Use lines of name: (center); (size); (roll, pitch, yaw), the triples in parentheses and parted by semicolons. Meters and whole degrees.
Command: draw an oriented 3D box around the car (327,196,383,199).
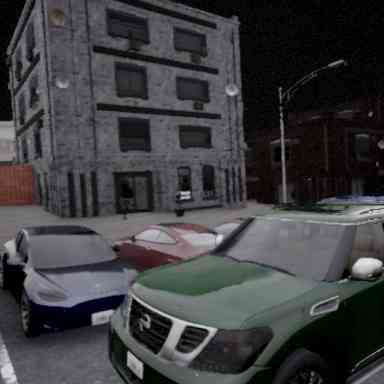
car: (6.200, 1.194, 13.491); (2.435, 2.045, 5.566); (0, 0, -36)

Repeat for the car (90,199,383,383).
car: (1.733, 1.213, 4.611); (5.566, 2.045, 2.150); (0, 0, -36)

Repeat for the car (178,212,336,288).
car: (1.681, 1.501, 10.216); (2.002, 1.452, 4.674); (0, 0, -36)

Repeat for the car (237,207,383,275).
car: (4.158, 1.450, 11.765); (1.946, 1.575, 5.366); (0, 0, -36)

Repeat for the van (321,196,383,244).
van: (8.419, 1.212, 15.188); (1.878, 1.987, 4.442); (0, 0, -36)
